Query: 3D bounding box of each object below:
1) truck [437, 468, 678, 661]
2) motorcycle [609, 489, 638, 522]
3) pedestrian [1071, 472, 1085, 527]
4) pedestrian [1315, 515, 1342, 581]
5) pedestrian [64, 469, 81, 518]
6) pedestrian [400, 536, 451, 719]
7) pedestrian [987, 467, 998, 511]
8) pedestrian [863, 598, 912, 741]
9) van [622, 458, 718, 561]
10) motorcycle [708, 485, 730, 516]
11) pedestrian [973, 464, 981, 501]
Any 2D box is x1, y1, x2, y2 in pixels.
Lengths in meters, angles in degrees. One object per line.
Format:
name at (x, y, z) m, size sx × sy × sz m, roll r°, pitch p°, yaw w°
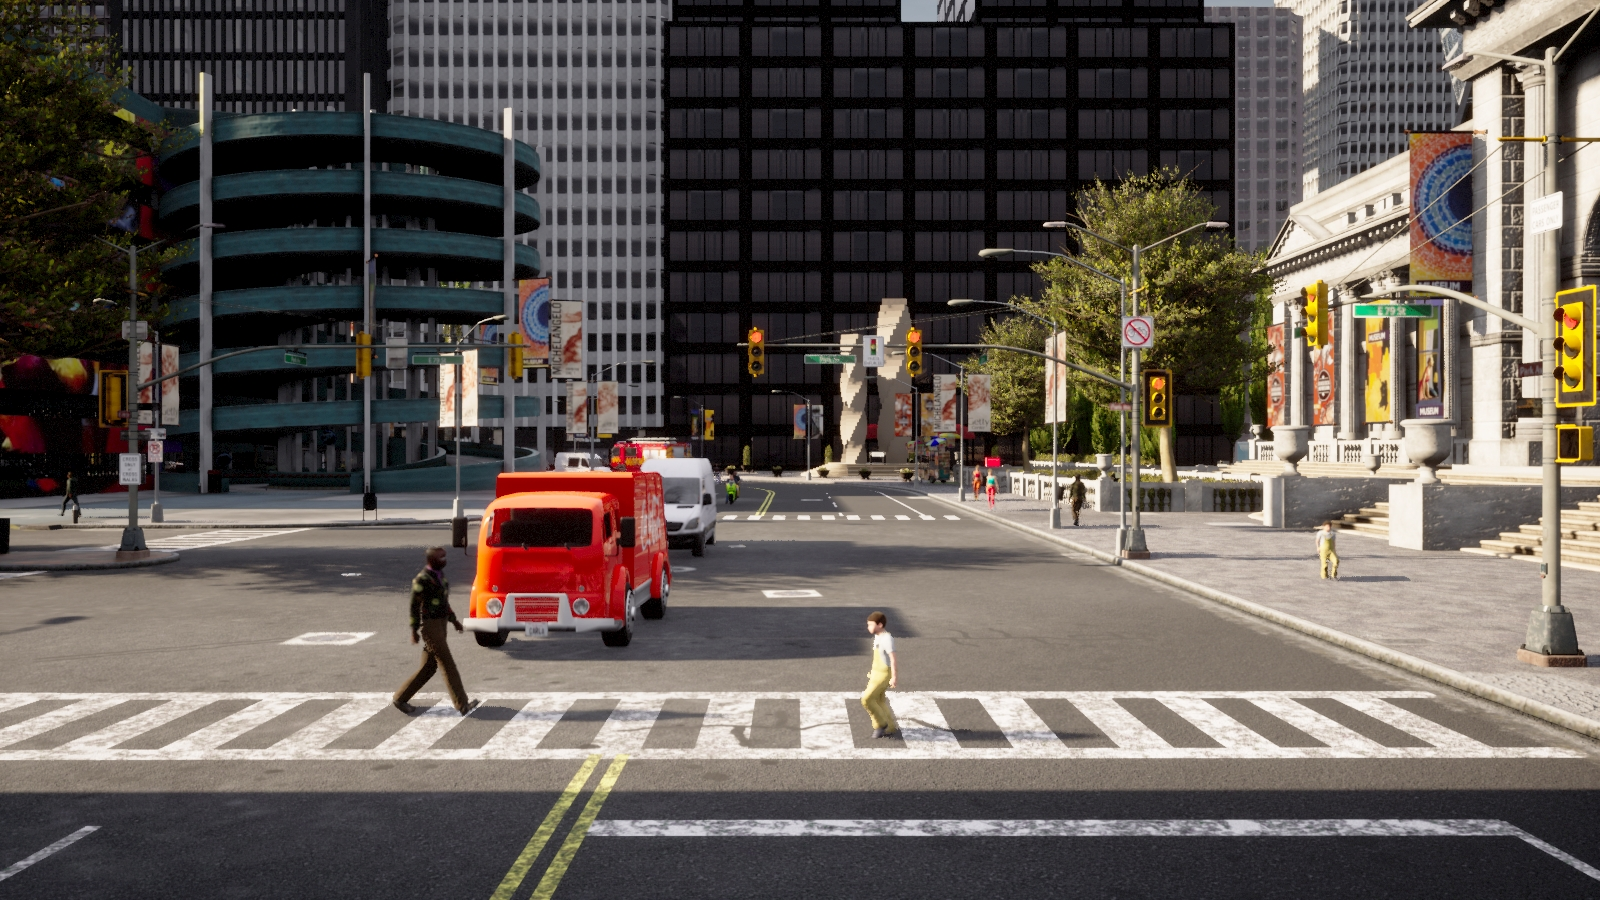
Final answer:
truck at (-3.491, 1.562, 17.747) m, size 2.627 × 2.467 × 5.204 m, roll 0°, pitch 0°, yaw 0°
motorcycle at (-6.911, 2.165, 44.849) m, size 0.856 × 1.236 × 1.805 m, roll 0°, pitch 0°, yaw 0°
pedestrian at (9.506, 1.681, 39.066) m, size 0.375 × 1.860 × 0.375 m, roll 0°, pitch 0°, yaw -1°
pedestrian at (10.617, 1.967, 22.973) m, size 0.375 × 1.300 × 0.375 m, roll 0°, pitch 0°, yaw 2°
pedestrian at (-27.998, 1.679, 43.975) m, size 0.375 × 1.860 × 0.375 m, roll 0°, pitch 0°, yaw 11°
pedestrian at (-3.925, 1.844, 11.992) m, size 0.375 × 1.860 × 0.375 m, roll 0°, pitch 0°, yaw 12°
pedestrian at (8.218, 1.677, 48.825) m, size 0.375 × 1.860 × 0.375 m, roll 0°, pitch 0°, yaw 28°
pedestrian at (0.847, 2.124, 11.131) m, size 0.375 × 1.300 × 0.375 m, roll 0°, pitch 0°, yaw -14°
van at (-3.498, 1.522, 31.782) m, size 1.988 × 2.561 × 5.915 m, roll 0°, pitch 0°, yaw 0°
motorcycle at (-3.451, 2.163, 48.921) m, size 0.856 × 1.236 × 1.805 m, roll 0°, pitch 0°, yaw -1°
pedestrian at (9.141, 1.672, 58.932) m, size 0.375 × 1.860 × 0.375 m, roll 0°, pitch 0°, yaw 7°
